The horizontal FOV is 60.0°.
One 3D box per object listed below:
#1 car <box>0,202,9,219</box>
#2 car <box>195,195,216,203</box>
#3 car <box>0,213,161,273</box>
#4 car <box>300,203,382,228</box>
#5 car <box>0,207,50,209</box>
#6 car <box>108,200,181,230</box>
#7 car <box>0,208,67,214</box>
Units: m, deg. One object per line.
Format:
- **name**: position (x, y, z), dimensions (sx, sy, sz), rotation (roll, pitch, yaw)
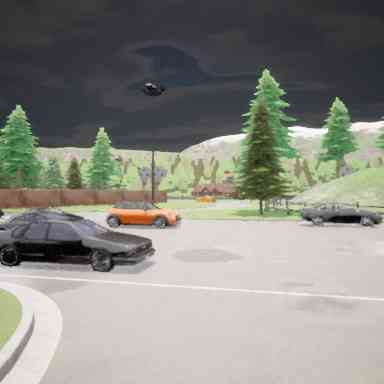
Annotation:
- **car**: position (-17.959, 1.564, 27.968), dimensions (4.181, 1.385, 1.994), rotation (0, 0, 13)
- **car**: position (2.824, 1.477, 69.758), dimensions (1.882, 1.535, 5.008), rotation (0, 0, -45)
- **car**: position (-3.930, 1.547, 10.428), dimensions (5.357, 1.411, 2.033), rotation (0, 0, 13)
- **car**: position (9.609, 1.492, 21.713), dimensions (4.902, 1.511, 2.128), rotation (0, 0, 13)
- **car**: position (-8.043, 1.564, 18.540), dimensions (4.181, 1.385, 1.994), rotation (0, 0, 13)
- **car**: position (-3.008, 1.351, 20.986), dimensions (4.553, 1.767, 2.097), rotation (0, 0, 13)
- **car**: position (-6.333, 1.564, 14.563), dimensions (4.181, 1.385, 1.994), rotation (0, 0, 13)
